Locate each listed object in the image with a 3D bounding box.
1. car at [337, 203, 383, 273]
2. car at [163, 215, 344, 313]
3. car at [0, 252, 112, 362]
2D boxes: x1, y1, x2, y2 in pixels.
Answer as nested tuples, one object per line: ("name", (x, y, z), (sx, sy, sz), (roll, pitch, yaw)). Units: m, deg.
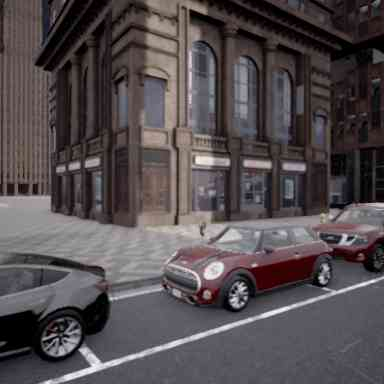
("car", (5.900, 1.298, 10.851), (5.009, 1.841, 2.192), (0, 0, -35))
("car", (1.340, 1.432, 7.599), (4.097, 1.590, 1.967), (0, 0, -35))
("car", (-3.221, 1.566, 4.347), (4.313, 1.339, 1.947), (0, 0, -35))
